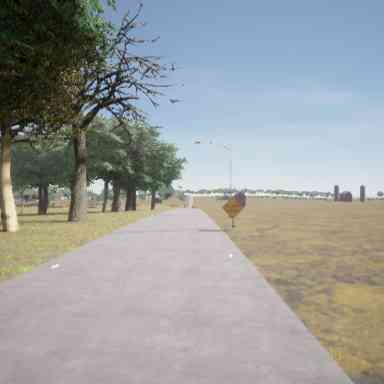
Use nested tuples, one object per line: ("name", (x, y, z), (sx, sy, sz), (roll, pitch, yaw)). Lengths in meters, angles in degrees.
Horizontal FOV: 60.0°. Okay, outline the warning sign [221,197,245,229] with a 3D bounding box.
("warning sign", (2.446, 1.228, 19.826), (1.300, 1.860, 1.060), (0, -1, 0))
